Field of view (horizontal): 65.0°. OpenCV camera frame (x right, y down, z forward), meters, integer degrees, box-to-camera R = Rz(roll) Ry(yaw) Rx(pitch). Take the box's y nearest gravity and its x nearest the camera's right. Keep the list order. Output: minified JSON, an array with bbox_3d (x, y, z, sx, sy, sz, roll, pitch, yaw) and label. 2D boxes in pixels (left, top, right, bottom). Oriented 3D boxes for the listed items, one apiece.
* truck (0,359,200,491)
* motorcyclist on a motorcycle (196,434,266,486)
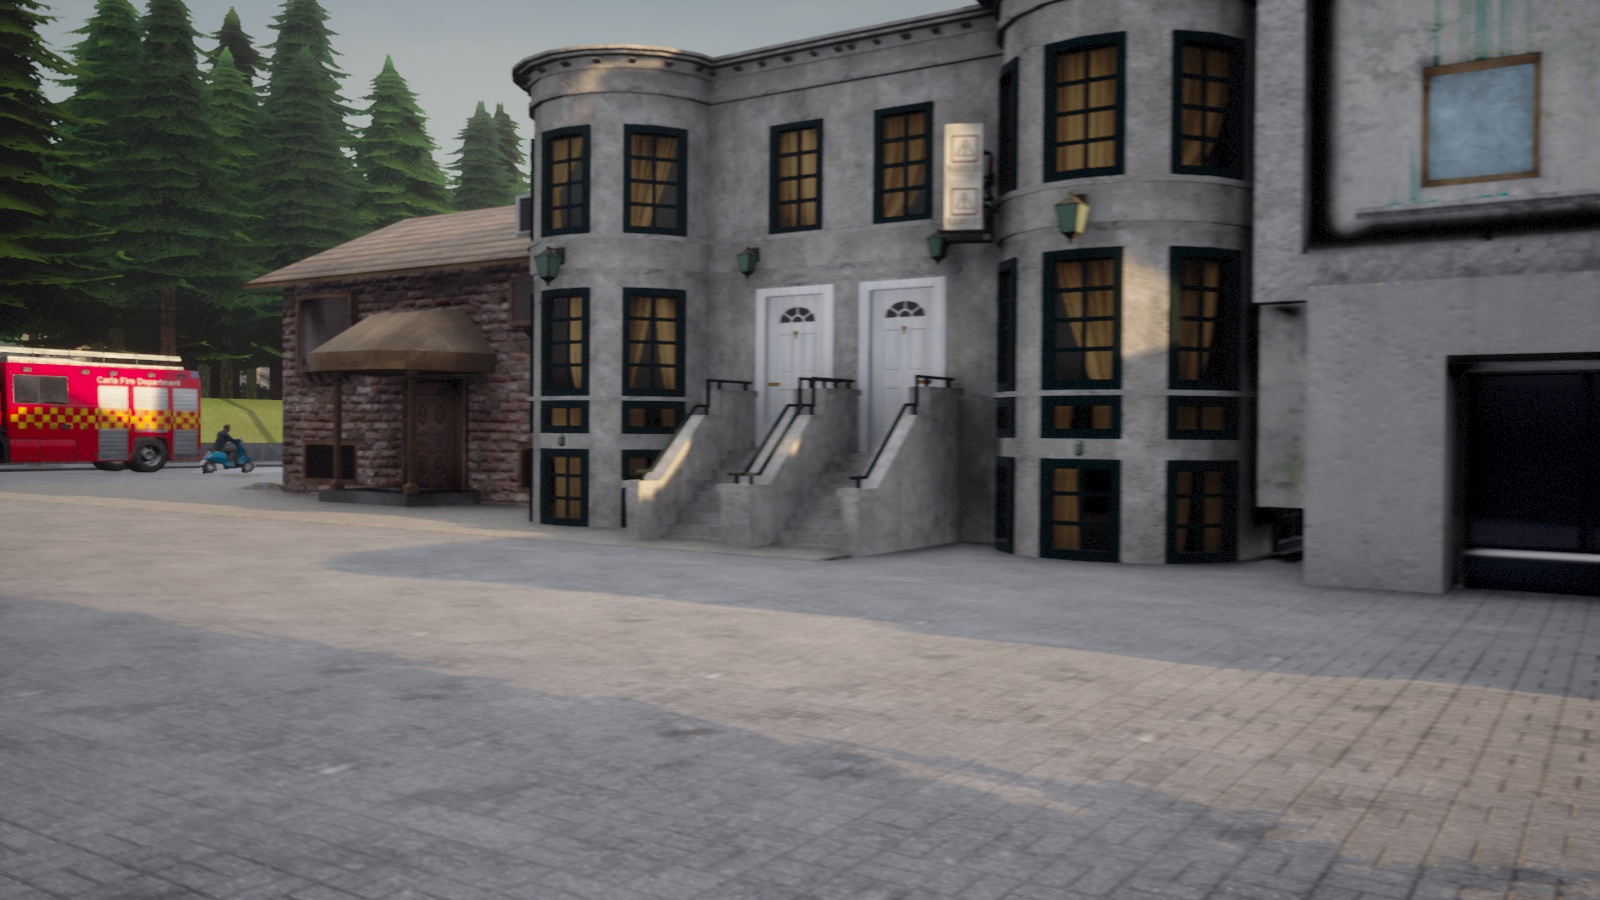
[{"bbox_3d":[-23.415,-0.751,38.822,2.891,3.827,8.468,0,1,34],"label":"truck"},{"bbox_3d":[-18.000,0.305,39.743,0.866,1.590,1.817,0,1,34],"label":"motorcyclist on a motorcycle"}]
